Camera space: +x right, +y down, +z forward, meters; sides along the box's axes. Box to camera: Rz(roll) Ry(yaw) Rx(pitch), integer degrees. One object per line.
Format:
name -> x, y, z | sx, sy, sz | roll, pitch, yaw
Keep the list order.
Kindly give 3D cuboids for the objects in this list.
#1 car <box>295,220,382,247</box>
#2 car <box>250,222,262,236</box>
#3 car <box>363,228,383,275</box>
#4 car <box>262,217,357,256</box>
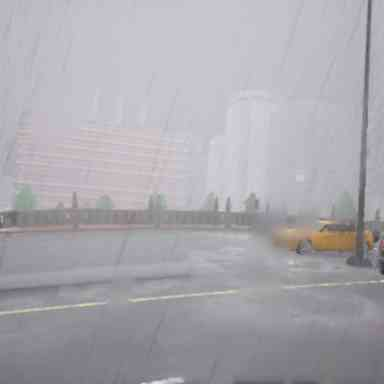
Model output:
car -> 8.876, 2.506, 20.148 | 4.718, 1.301, 1.895 | 4, -3, -18
car -> 6.146, 2.437, 22.934 | 4.181, 1.385, 1.994 | 4, -2, -18
car -> 7.455, 1.600, 8.428 | 5.566, 2.045, 2.150 | 3, -2, -18
car -> 6.093, 2.063, 15.552 | 5.008, 1.535, 1.882 | 3, -2, -18
